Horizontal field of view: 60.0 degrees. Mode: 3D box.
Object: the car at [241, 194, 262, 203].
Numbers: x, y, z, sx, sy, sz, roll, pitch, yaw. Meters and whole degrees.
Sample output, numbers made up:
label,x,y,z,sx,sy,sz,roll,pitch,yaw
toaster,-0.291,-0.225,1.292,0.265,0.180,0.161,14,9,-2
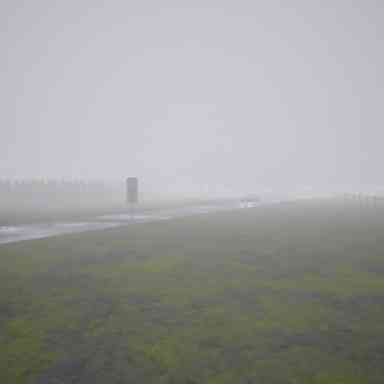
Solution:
label,x,y,z,sx,sy,sz,roll,pitch,yaw
car,9.741,0.980,54.306,2.033,1.411,5.357,0,1,30
